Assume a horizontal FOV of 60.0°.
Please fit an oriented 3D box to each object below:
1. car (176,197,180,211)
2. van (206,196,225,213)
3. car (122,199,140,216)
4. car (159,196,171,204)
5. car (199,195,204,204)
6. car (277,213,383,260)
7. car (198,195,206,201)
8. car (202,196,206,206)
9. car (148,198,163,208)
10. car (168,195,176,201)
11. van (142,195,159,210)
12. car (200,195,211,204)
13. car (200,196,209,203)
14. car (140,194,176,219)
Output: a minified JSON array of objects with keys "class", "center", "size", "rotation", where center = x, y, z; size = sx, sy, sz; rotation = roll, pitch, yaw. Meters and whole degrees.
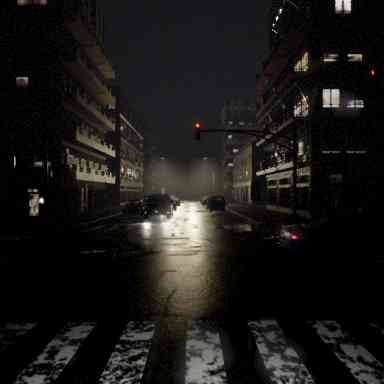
[{"class":"car","center":[-2.821,1.553,39.362],"size":[1.994,1.385,4.181],"rotation":[0,0,-1]},{"class":"van","center":[2.727,1.331,36.836],"size":[1.690,1.788,3.998],"rotation":[0,0,0]},{"class":"car","center":[-5.416,1.432,31.882],"size":[1.967,1.590,4.097],"rotation":[0,0,0]},{"class":"car","center":[-5.259,1.524,65.371],"size":[1.887,1.381,4.507],"rotation":[0,0,0]},{"class":"car","center":[2.614,1.550,54.202],"size":[1.947,1.339,4.313],"rotation":[0,0,0]},{"class":"car","center":[5.726,1.450,11.431],"size":[5.357,1.411,2.033],"rotation":[-1,0,0]},{"class":"car","center":[2.641,1.527,87.691],"size":[1.947,1.339,4.313],"rotation":[0,0,0]},{"class":"car","center":[2.697,1.533,43.040],"size":[1.887,1.381,4.507],"rotation":[0,0,0]},{"class":"car","center":[-5.321,1.568,48.627],"size":[1.802,1.307,4.206],"rotation":[0,0,0]},{"class":"car","center":[-5.240,1.512,87.697],"size":[2.008,1.369,4.403],"rotation":[0,0,0]},{"class":"van","center":[-5.372,1.329,43.046],"size":[1.690,1.788,3.998],"rotation":[0,0,0]},{"class":"car","center":[2.622,1.419,65.364],"size":[1.967,1.590,4.097],"rotation":[0,0,0]},{"class":"car","center":[2.627,1.520,70.946],"size":[1.887,1.381,4.507],"rotation":[0,0,0]},{"class":"car","center":[-2.838,1.214,29.364],"size":[2.150,2.045,5.566],"rotation":[0,0,0]}]
